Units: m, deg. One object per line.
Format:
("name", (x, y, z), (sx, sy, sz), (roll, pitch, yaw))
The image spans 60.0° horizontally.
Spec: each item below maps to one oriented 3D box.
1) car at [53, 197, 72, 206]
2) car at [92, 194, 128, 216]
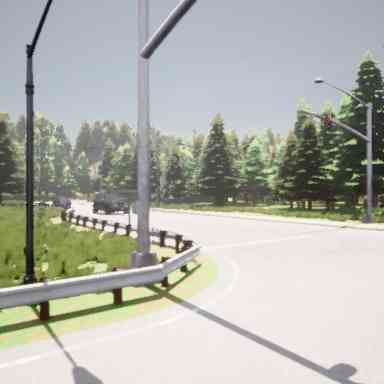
("car", (-19.125, 1.528, 48.831), (1.837, 1.490, 4.892), (0, 0, -34))
("car", (-8.138, 1.188, 33.155), (2.150, 2.045, 5.566), (0, 0, -36))
